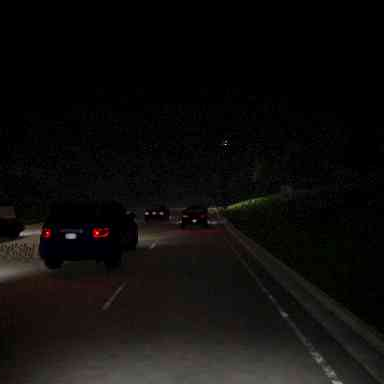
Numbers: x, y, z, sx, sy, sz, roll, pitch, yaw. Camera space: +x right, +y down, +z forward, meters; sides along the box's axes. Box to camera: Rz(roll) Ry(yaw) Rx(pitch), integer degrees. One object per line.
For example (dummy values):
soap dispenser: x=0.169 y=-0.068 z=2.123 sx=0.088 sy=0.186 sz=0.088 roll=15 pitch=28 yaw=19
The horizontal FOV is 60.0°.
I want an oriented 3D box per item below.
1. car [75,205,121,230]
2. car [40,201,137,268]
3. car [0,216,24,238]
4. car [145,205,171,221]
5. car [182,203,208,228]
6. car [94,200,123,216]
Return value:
car: x=-6.784 y=1.761 z=24.535 sx=1.882 sy=1.535 sz=5.008 roll=0 pitch=-1 yaw=1
car: x=-3.412 y=1.361 z=11.998 sx=2.150 sy=2.045 sz=5.566 roll=0 pitch=-1 yaw=0
car: x=-10.394 y=1.736 z=16.305 sx=2.033 sy=1.411 sz=5.357 roll=0 pitch=-1 yaw=0
car: x=-3.115 y=1.903 z=30.784 sx=2.033 sy=1.411 sz=5.357 roll=0 pitch=-1 yaw=2
car: x=0.217 y=1.811 z=24.726 sx=1.812 sy=1.442 sz=4.674 roll=0 pitch=-1 yaw=1
car: x=-9.744 y=1.803 z=39.075 sx=2.097 sy=1.767 sz=4.553 roll=0 pitch=-1 yaw=3
